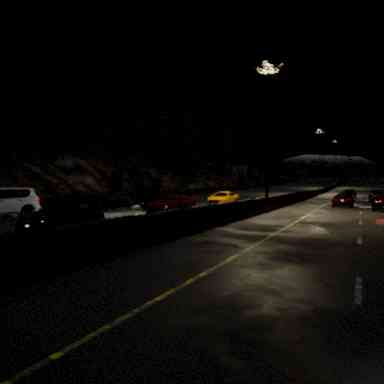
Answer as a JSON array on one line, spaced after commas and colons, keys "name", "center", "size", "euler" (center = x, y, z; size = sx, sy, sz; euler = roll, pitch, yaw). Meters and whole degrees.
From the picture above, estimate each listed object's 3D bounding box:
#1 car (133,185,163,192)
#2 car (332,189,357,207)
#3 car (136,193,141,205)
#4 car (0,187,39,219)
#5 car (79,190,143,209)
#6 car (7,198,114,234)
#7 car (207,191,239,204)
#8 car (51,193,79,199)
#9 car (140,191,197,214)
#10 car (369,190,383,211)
[{"name": "car", "center": [-5.486, 0.221, 39.428], "size": [2.150, 2.045, 5.566], "euler": [1, 2, 28]}, {"name": "car", "center": [15.552, 0.762, 34.161], "size": [1.994, 1.385, 4.181], "euler": [1, 2, 27]}, {"name": "car", "center": [-2.575, 0.958, 29.680], "size": [1.895, 1.301, 4.718], "euler": [1, 2, 27]}, {"name": "car", "center": [-11.746, 0.728, 19.631], "size": [2.150, 2.045, 5.566], "euler": [1, 1, 27]}, {"name": "car", "center": [-6.891, 0.840, 29.126], "size": [2.033, 1.411, 5.357], "euler": [1, 2, 27]}, {"name": "car", "center": [-5.958, 1.194, 15.589], "size": [1.994, 1.385, 4.181], "euler": [1, 1, 26]}, {"name": "car", "center": [3.175, 0.680, 33.339], "size": [1.882, 1.535, 5.008], "euler": [1, 2, 27]}, {"name": "car", "center": [-10.857, 0.827, 29.061], "size": [2.033, 1.411, 5.357], "euler": [1, 2, 27]}, {"name": "car", "center": [-1.379, 0.913, 24.513], "size": [1.882, 1.535, 5.008], "euler": [1, 2, 27]}, {"name": "car", "center": [16.689, 0.868, 28.888], "size": [1.837, 1.490, 4.892], "euler": [1, 2, 27]}]
